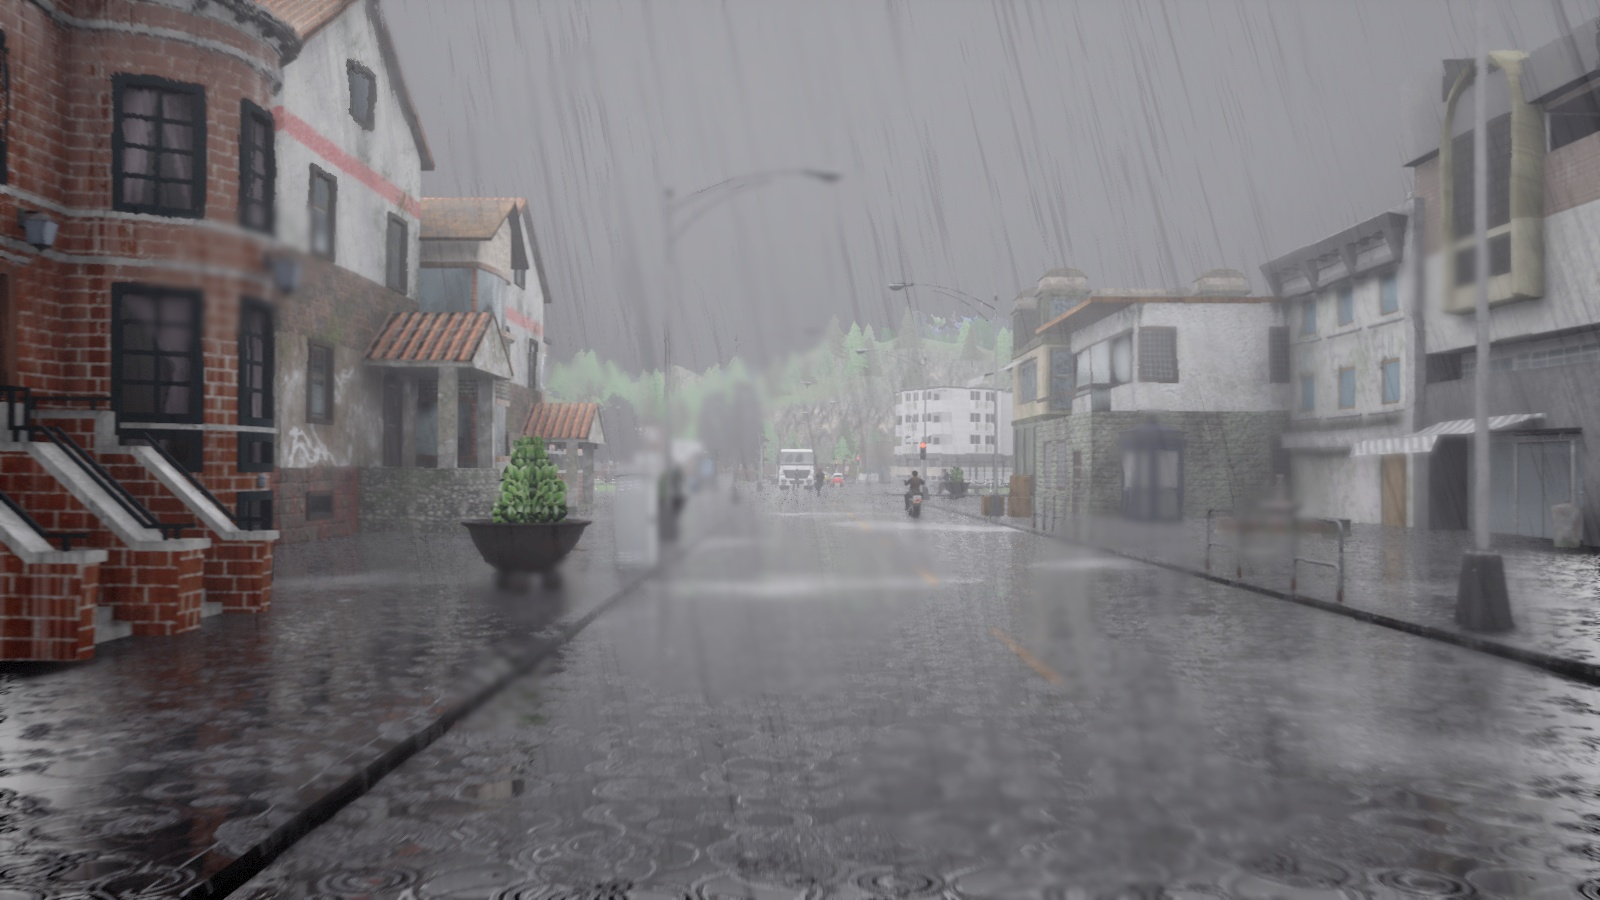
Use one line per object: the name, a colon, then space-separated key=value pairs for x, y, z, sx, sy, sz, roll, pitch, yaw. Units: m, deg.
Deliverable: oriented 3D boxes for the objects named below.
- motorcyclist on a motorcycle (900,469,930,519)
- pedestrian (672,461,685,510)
motorcyclist on a motorcycle: x=3.895 y=1.464 z=42.704 sx=0.766 sy=1.649 sz=2.350 roll=0 pitch=-1 yaw=0
pedestrian: x=-4.642 y=1.345 z=47.914 sx=0.353 sy=1.847 sz=0.614 roll=0 pitch=-1 yaw=8
